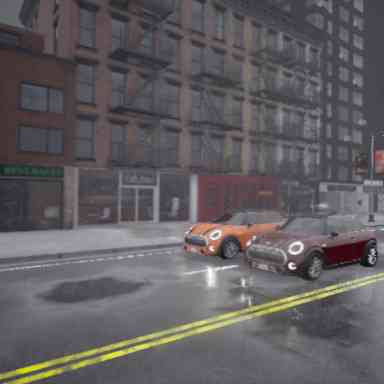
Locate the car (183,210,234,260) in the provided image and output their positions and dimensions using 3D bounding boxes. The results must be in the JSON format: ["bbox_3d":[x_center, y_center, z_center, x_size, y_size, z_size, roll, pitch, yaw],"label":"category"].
[{"bbox_3d":[1.879,1.475,13.009,4.553,1.767,2.097,1,-1,-35],"label":"car"}]

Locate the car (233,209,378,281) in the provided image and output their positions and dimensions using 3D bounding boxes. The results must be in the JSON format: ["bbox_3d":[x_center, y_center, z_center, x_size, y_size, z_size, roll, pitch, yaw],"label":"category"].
[{"bbox_3d":[3.775,1.475,10.370,4.553,1.767,2.097,1,-1,-35],"label":"car"}]
